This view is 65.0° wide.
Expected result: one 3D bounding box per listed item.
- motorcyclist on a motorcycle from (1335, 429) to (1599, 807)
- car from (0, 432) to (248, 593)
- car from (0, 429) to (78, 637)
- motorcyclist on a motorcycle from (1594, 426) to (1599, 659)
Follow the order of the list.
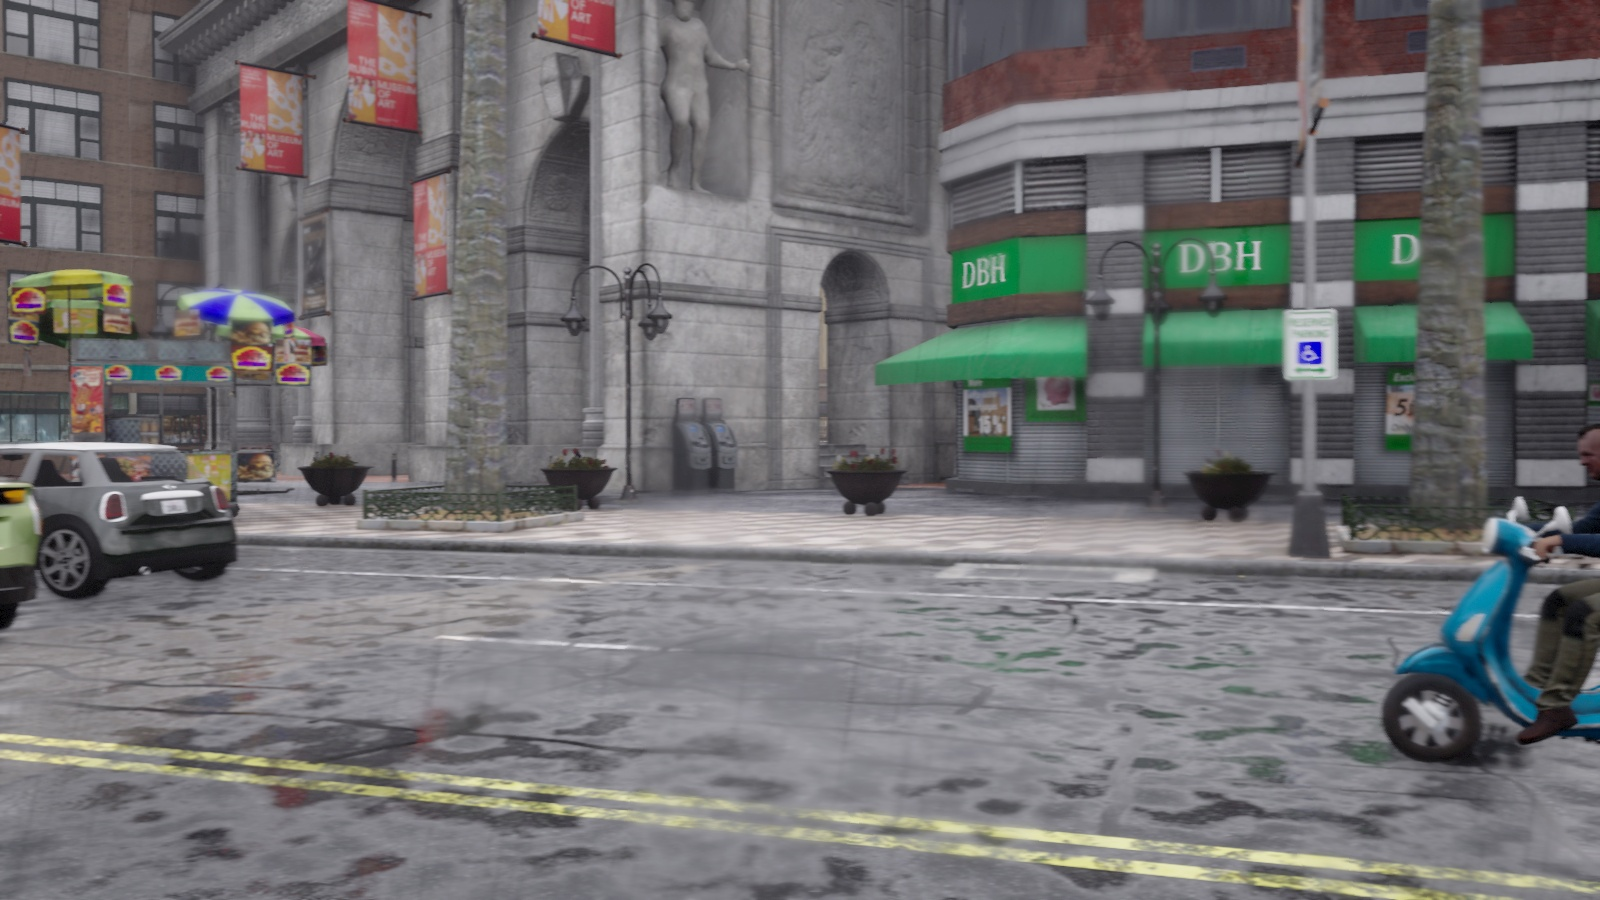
[{"bbox_3d":[3.457,0.700,5.700,1.817,1.590,0.866,0,1,19],"label":"motorcyclist on a motorcycle"},{"bbox_3d":[-8.051,0.554,13.142,3.806,1.475,1.970,0,1,18],"label":"car"},{"bbox_3d":[-8.092,0.593,9.536,4.514,1.525,2.007,0,1,18],"label":"car"},{"bbox_3d":[6.724,0.665,8.318,2.350,1.649,0.766,0,1,18],"label":"motorcyclist on a motorcycle"}]
